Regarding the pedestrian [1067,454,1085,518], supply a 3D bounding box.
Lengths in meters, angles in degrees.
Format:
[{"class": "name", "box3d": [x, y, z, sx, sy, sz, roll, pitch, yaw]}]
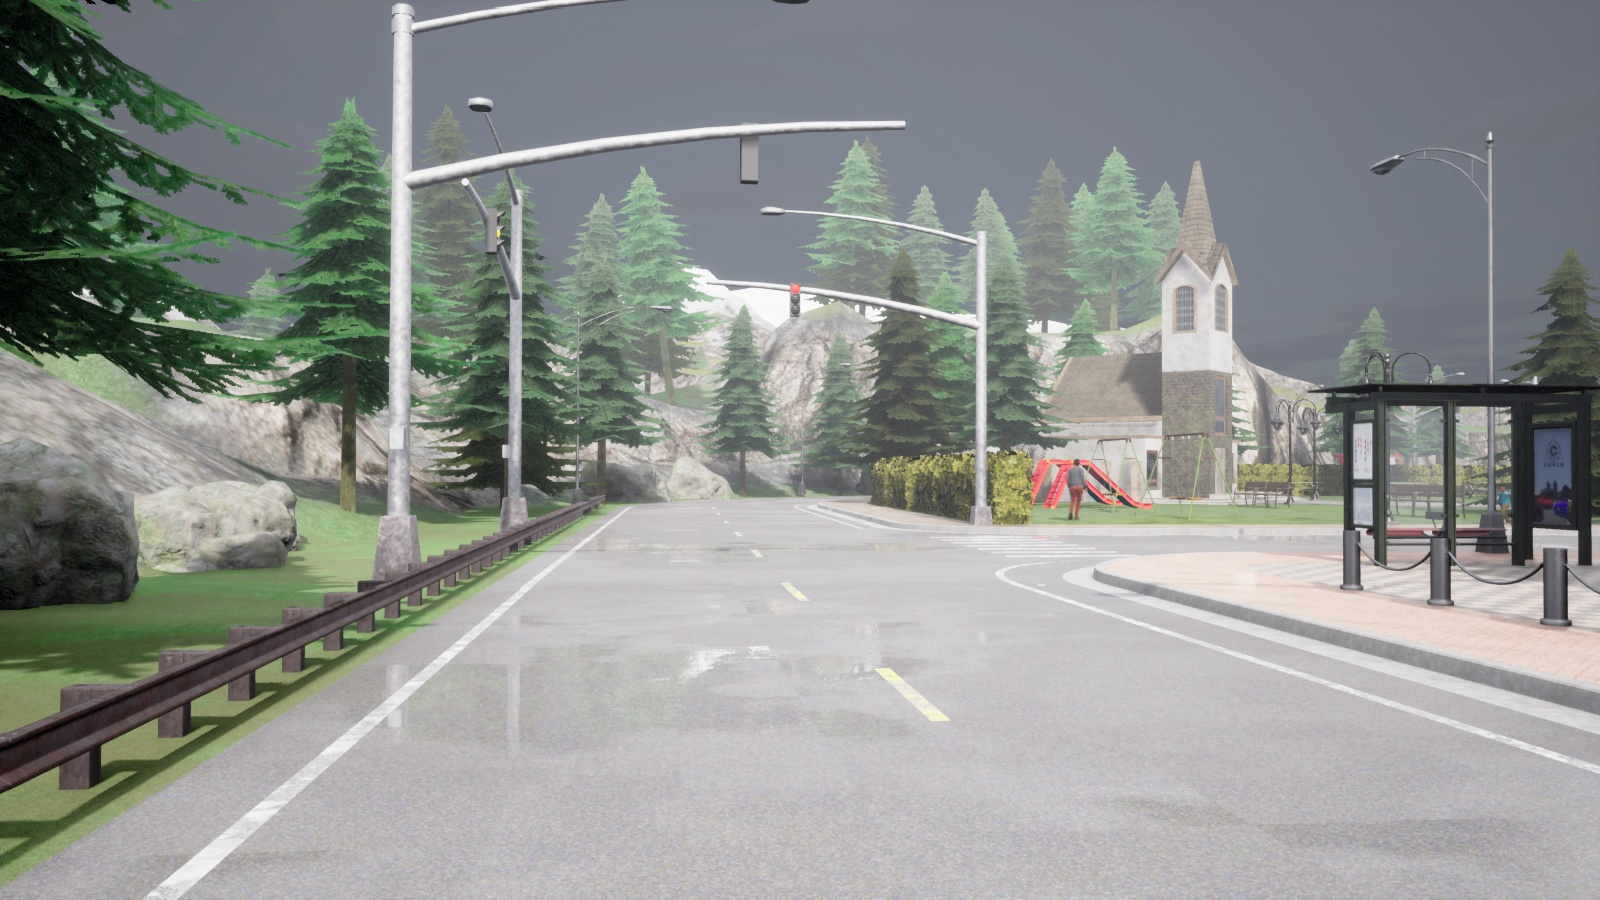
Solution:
[{"class": "pedestrian", "box3d": [7.949, 1.034, 36.135, 0.353, 1.847, 0.614, -1, -1, 26]}]
